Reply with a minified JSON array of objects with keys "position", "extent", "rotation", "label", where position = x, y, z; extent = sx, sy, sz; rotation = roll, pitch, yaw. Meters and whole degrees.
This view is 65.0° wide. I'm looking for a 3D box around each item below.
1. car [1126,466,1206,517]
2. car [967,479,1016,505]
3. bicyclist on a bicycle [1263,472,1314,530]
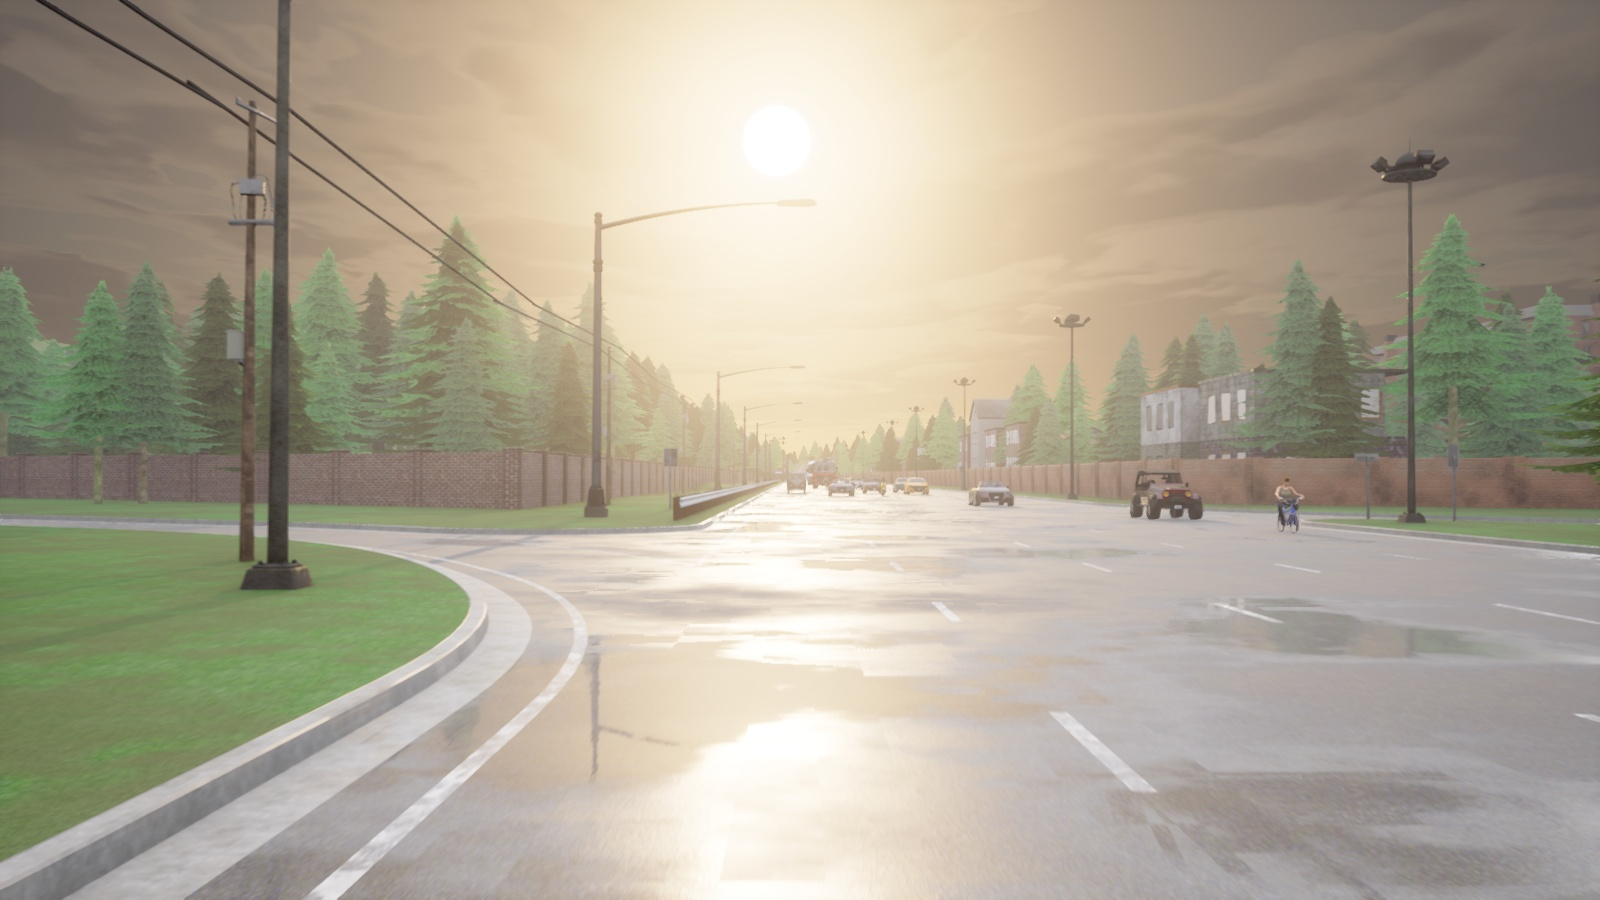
[{"position":[13.879,1.556,47.835],"extent":[1.905,1.878,3.866],"rotation":[0,-1,0],"label":"car"},{"position":[10.330,2.257,67.987],"extent":[1.994,1.385,4.181],"rotation":[0,-1,0],"label":"car"},{"position":[13.914,1.446,35.812],"extent":[0.866,1.612,1.509],"rotation":[0,-1,0],"label":"bicyclist on a bicycle"}]
